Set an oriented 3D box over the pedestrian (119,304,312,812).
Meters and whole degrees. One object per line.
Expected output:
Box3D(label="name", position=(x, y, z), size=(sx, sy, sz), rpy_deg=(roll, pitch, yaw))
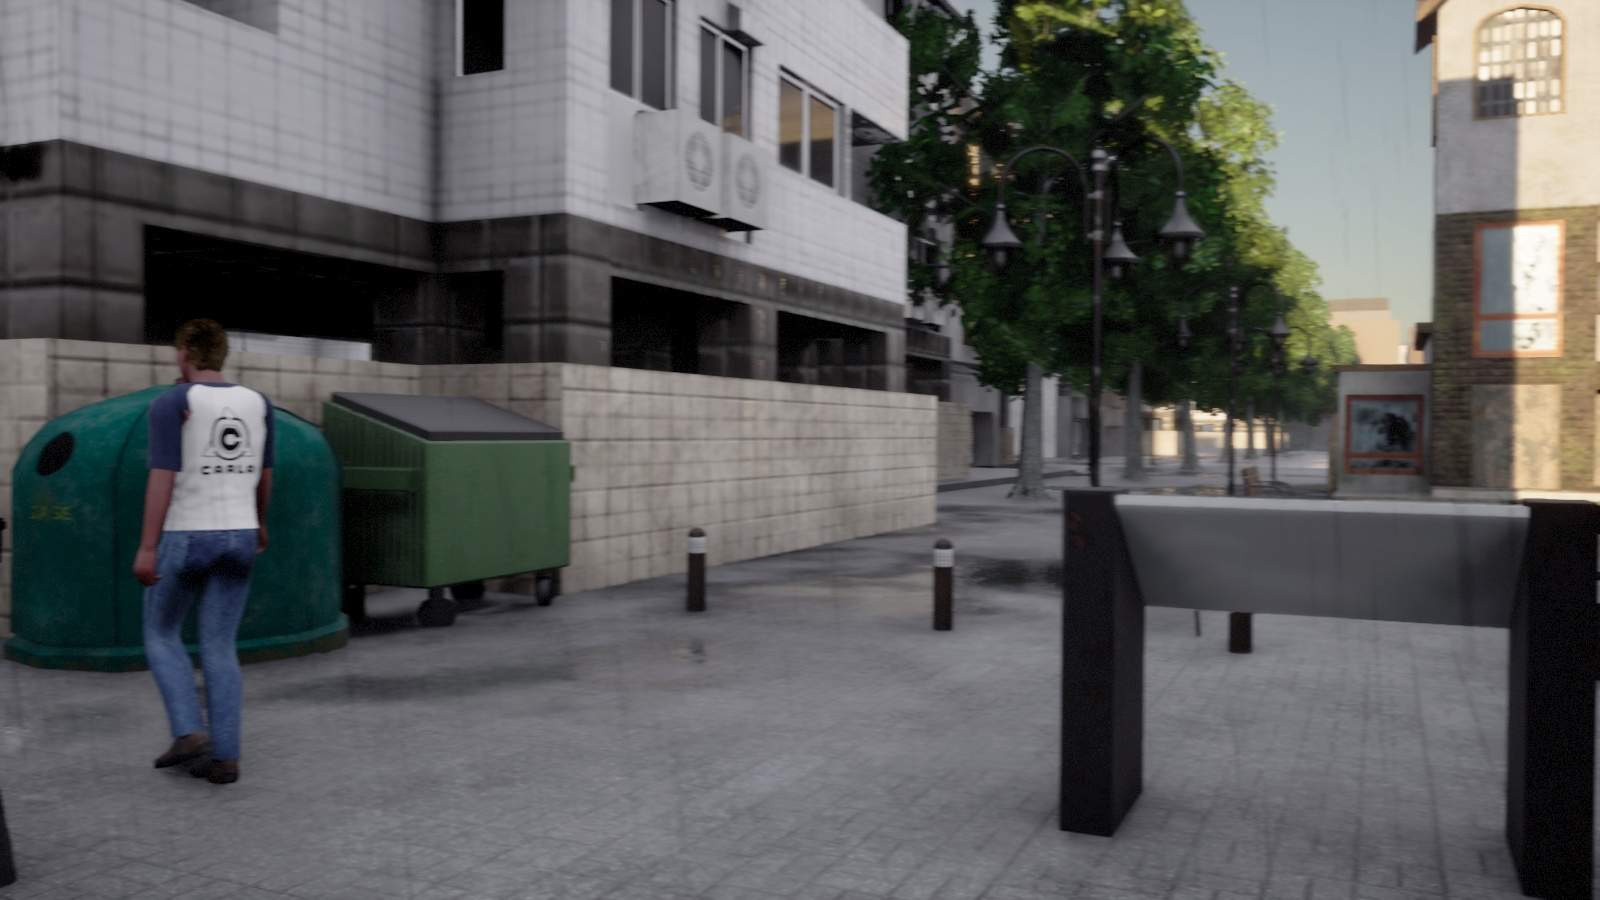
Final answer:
Box3D(label="pedestrian", position=(-2.278, 0.390, 4.886), size=(0.706, 1.836, 0.354), rpy_deg=(0, 1, 36))
